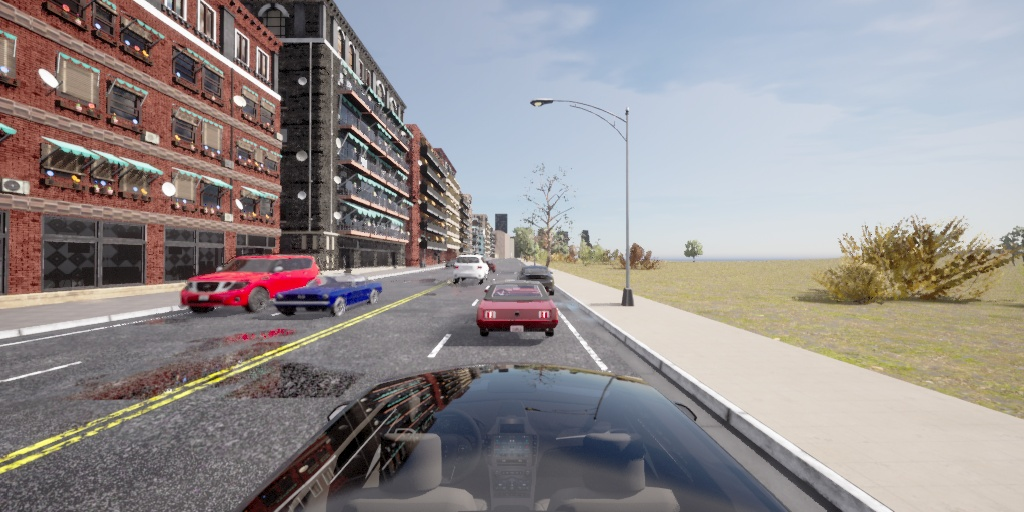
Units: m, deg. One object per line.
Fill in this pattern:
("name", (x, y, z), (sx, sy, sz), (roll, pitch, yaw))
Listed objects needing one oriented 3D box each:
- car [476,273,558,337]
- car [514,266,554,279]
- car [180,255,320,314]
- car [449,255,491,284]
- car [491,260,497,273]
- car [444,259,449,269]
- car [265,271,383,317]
("car", (0.131, 1.352, 10.290), (1.895, 1.301, 4.718), (0, 0, 0))
("car", (1.203, 1.257, 19.491), (1.837, 1.490, 4.892), (0, 0, 0))
("car", (-9.803, 0.973, 14.181), (2.150, 2.045, 5.566), (0, 0, 0))
("car", (-3.054, 0.972, 27.366), (2.150, 2.045, 5.566), (0, 0, 0))
("car", (-2.988, 1.229, 44.636), (1.882, 1.535, 5.008), (0, 0, 0))
("car", (-9.624, 1.255, 57.697), (1.837, 1.490, 4.892), (0, 0, 0))
("car", (-6.558, 1.352, 13.370), (1.895, 1.301, 4.718), (0, 0, 0))
